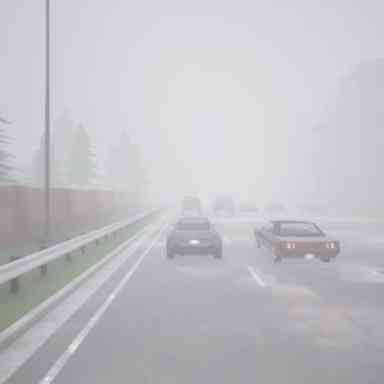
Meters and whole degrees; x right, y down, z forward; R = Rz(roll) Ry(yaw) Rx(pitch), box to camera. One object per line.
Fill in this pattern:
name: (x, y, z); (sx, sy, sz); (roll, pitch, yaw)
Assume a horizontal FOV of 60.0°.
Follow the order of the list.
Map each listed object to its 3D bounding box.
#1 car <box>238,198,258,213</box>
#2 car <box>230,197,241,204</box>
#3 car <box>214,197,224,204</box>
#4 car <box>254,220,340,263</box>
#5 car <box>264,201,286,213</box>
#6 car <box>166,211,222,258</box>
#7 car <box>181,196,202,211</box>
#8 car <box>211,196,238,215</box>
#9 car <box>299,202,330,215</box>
car: (6.899, 1.849, 41.729); (1.994, 1.385, 4.181); (0, 0, 0)
car: (10.077, 2.009, 77.948); (1.882, 1.535, 5.008); (0, 0, 0)
car: (6.559, 2.076, 80.852); (2.128, 1.511, 4.902); (0, 0, 0)
car: (3.575, 1.686, 12.350); (1.895, 1.301, 4.718); (0, 0, 0)
car: (10.398, 1.812, 41.930); (1.812, 1.442, 4.674); (0, 0, 0)
car: (0.068, 1.654, 13.124); (1.994, 1.385, 4.181); (0, 0, 0)
car: (-0.077, 1.481, 37.843); (2.150, 2.045, 5.566); (0, 0, 0)
car: (3.425, 1.480, 37.603); (2.150, 2.045, 5.566); (0, 0, 0)
car: (13.885, 1.808, 38.089); (2.033, 1.411, 5.357); (0, 0, 0)
